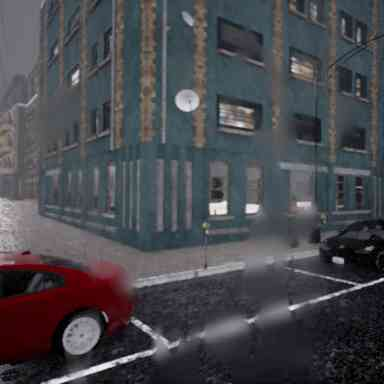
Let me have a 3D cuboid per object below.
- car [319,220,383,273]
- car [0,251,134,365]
[{"bbox_3d":[5.983,1.600,10.817,4.313,1.339,1.947,0,0,-35],"label":"car"},{"bbox_3d":[-3.011,1.545,4.404,4.507,1.381,1.887,0,0,-35],"label":"car"}]
